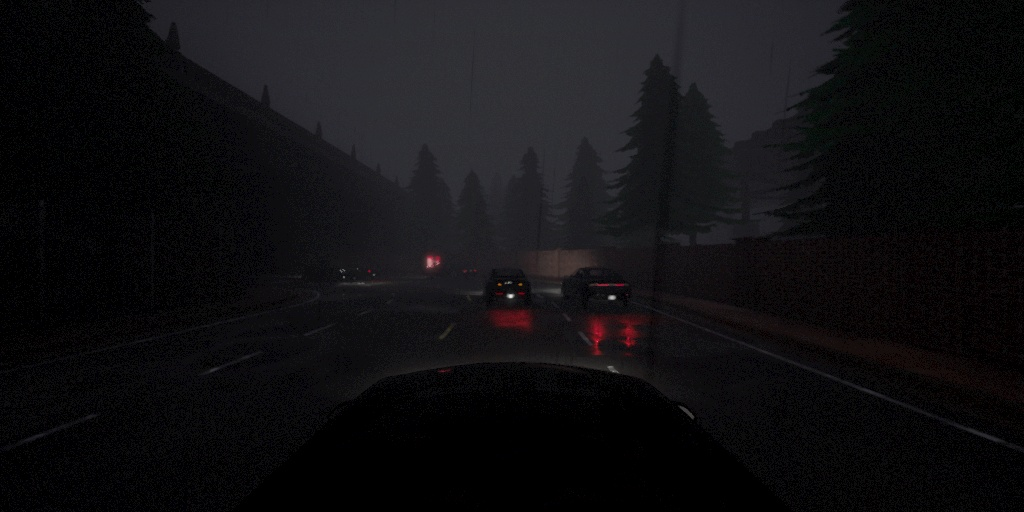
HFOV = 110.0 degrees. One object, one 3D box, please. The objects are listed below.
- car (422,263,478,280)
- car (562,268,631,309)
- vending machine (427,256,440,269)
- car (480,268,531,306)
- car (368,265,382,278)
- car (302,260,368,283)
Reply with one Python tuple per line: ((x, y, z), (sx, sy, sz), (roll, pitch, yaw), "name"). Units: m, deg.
((-5.521, 1.309, 31.783), (5.357, 1.411, 2.033), (0, 0, 35), "car")
((3.384, 1.248, 15.082), (2.128, 1.511, 4.902), (0, 0, -3), "car")
((-8.218, 0.958, 37.636), (0.880, 2.100, 1.100), (0, 0, 25), "vending machine")
((-0.321, 1.261, 16.016), (1.837, 1.490, 4.892), (1, 0, -6), "car")
((-14.198, 1.360, 32.246), (4.718, 1.301, 1.895), (0, 0, 20), "car")
((-14.012, 1.110, 28.008), (4.553, 1.767, 2.097), (0, 0, 21), "car")
